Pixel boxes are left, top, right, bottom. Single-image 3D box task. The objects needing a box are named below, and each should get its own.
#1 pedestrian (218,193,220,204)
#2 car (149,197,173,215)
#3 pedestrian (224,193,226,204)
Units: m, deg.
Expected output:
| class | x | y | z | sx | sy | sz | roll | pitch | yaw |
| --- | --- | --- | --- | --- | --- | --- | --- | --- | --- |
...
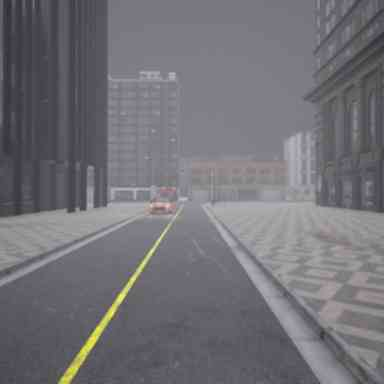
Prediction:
| class | x | y | z | sx | sy | sz | roll | pitch | yaw |
| --- | --- | --- | --- | --- | --- | --- | --- | --- | --- |
| pedestrian | 4.675 | 1.096 | 57.753 | 0.375 | 1.860 | 0.375 | 0 | -1 | 0 |
| car | -3.073 | 1.291 | 33.473 | 2.097 | 1.767 | 4.553 | 0 | 0 | 0 |
| pedestrian | 5.675 | 1.090 | 58.352 | 0.375 | 1.860 | 0.375 | 0 | -1 | 0 |
